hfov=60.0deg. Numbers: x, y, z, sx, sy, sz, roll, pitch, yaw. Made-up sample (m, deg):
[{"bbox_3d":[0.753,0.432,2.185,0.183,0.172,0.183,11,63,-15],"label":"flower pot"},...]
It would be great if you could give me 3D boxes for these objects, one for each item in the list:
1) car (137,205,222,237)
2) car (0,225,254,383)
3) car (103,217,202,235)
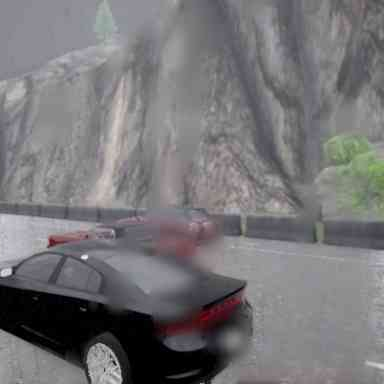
[{"bbox_3d":[-1.128,1.313,13.394,4.553,1.767,2.097,0,0,35],"label":"car"},{"bbox_3d":[-1.552,1.463,5.099,5.008,1.535,1.882,0,0,35],"label":"car"},{"bbox_3d":[-2.273,1.568,9.912,4.718,1.301,1.895,0,0,35],"label":"car"}]
